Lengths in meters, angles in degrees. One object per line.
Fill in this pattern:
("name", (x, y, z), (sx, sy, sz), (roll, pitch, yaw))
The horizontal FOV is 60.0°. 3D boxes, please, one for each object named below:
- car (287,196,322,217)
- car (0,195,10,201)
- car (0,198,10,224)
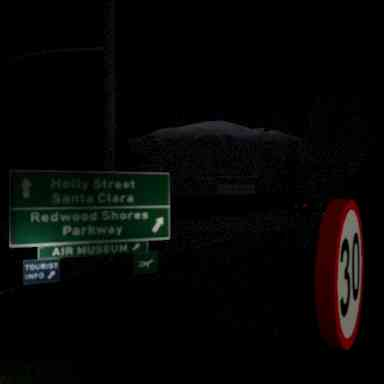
("car", (11.471, 1.463, 33.741), (2.150, 2.045, 5.566), (0, 0, 36))
("car", (-38.605, 1.852, 69.721), (4.514, 1.523, 2.007), (0, 0, 35))
("car", (-12.253, 1.630, 25.869), (1.905, 1.878, 3.866), (0, 0, 35))
